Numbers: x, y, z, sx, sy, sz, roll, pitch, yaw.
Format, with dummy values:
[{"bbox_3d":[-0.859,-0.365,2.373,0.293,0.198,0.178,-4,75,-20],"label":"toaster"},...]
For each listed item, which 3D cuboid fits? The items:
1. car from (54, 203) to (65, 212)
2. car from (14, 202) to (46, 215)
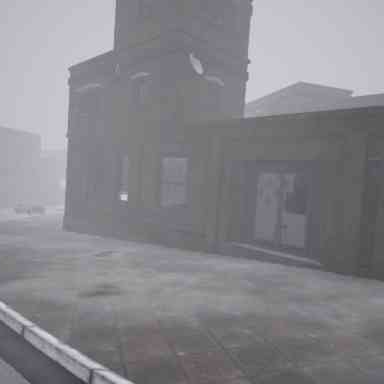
[{"bbox_3d":[-18.607,2.363,50.774,2.033,1.411,5.357,4,-1,16],"label":"car"},{"bbox_3d":[-19.768,1.991,40.859,2.128,1.511,4.902,4,-1,3],"label":"car"}]
